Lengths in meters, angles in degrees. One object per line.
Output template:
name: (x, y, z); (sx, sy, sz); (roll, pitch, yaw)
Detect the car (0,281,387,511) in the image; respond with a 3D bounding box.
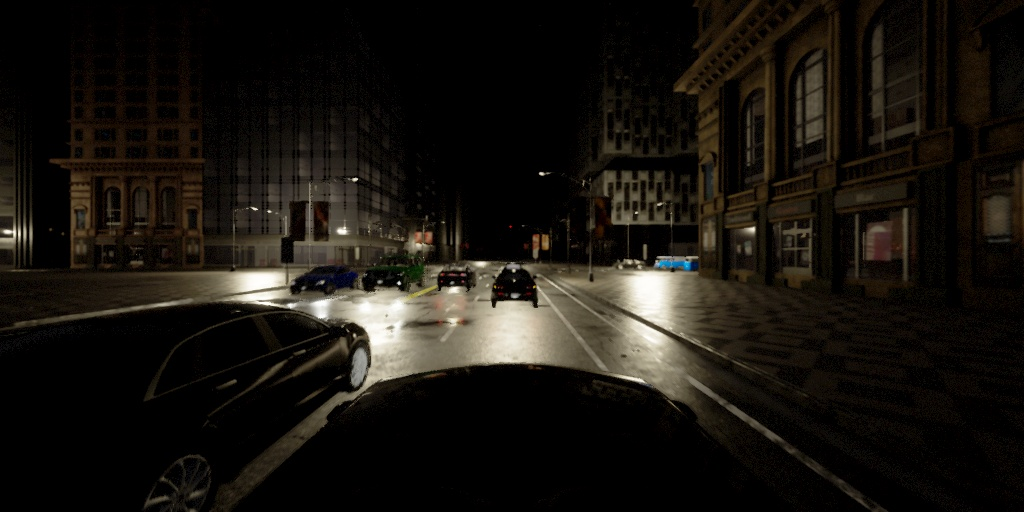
car: (-3.150, 1.254, 3.802); (1.837, 1.490, 4.892); (0, 1, 0)

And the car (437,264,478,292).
car: (-3.151, 1.208, 21.265); (2.128, 1.511, 4.902); (0, 0, 0)

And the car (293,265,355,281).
car: (-9.825, 1.246, 19.250); (1.812, 1.442, 4.674); (0, 0, 0)

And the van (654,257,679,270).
van: (21.496, 0.960, 48.783); (3.998, 1.789, 1.690); (0, 0, 0)

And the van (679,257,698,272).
van: (21.461, 0.965, 40.259); (3.998, 1.789, 1.690); (0, 0, 0)

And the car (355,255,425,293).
car: (-6.566, 0.942, 20.597); (2.150, 2.045, 5.566); (0, 0, 0)

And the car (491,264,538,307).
car: (0.099, 1.253, 15.193); (1.812, 1.442, 4.674); (0, 0, 0)

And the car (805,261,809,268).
car: (32.699, 1.184, 40.210); (4.207, 1.307, 1.802); (0, 0, 0)

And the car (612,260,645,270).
car: (15.878, 1.182, 48.807); (4.403, 1.370, 2.007); (0, 0, 0)

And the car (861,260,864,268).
car: (38.318, 1.031, 40.186); (4.097, 1.591, 1.967); (0, 0, 0)
